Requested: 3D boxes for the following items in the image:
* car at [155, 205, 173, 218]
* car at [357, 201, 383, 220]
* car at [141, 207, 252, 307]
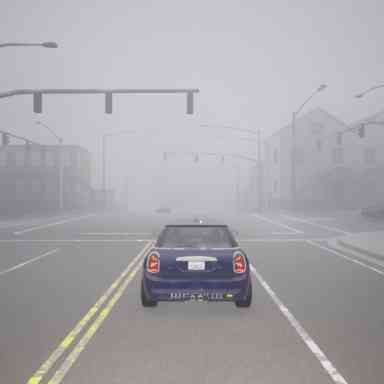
[{"bbox_3d":[-3.548,2.569,42.625,1.895,1.301,4.718,0,-8,0],"label":"car"},{"bbox_3d":[16.442,1.491,27.722,4.902,1.511,2.128,0,0,-1],"label":"car"},{"bbox_3d":[0.095,1.352,8.141,2.097,1.767,4.553,0,0,0],"label":"car"}]
